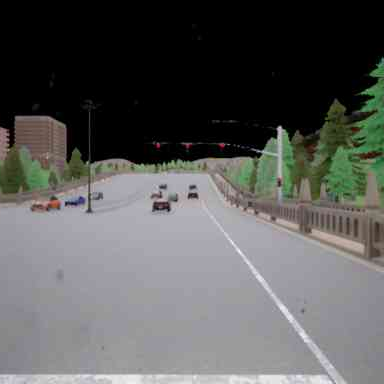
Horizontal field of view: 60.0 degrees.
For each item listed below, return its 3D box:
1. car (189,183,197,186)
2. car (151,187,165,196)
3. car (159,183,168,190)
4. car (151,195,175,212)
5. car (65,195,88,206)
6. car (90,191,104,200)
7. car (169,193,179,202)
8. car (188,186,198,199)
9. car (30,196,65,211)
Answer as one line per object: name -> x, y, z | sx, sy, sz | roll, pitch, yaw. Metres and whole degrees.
car -> 0.194, -1.321, 78.152 | 1.837, 1.490, 4.892 | 0, 7, 0
car -> -6.802, 0.353, 64.437 | 1.812, 1.442, 4.674 | 0, 5, 0
car -> -6.803, -1.374, 78.609 | 1.837, 1.490, 4.892 | 0, 7, 0
car -> -3.376, 1.443, 38.077 | 1.882, 1.535, 5.008 | 0, 0, 0
car -> -17.528, 1.279, 50.009 | 1.882, 1.535, 5.008 | 0, 2, 0
car -> -17.471, 0.687, 60.347 | 2.128, 1.511, 4.902 | 0, 5, 1
car -> -3.328, 0.901, 58.227 | 2.033, 1.411, 5.357 | 0, 4, 0
car -> 0.209, 0.327, 64.159 | 1.882, 1.535, 5.008 | 0, 5, 0
car -> -17.550, 1.315, 39.991 | 2.097, 1.767, 4.553 | 0, 0, 0
